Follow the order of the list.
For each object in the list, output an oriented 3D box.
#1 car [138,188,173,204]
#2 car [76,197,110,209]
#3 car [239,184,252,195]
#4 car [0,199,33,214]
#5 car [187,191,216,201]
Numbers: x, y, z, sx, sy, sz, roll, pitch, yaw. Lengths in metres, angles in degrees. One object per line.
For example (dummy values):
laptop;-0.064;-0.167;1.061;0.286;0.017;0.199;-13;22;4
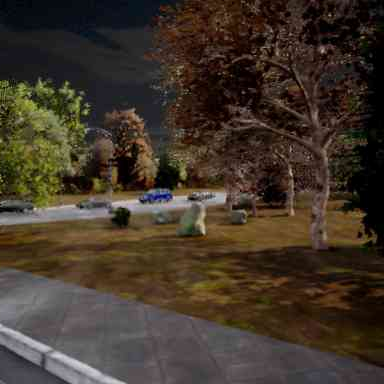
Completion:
car;-5.223;0.556;48.398;2.150;2.045;5.566;0;3;39
car;-11.853;1.311;40.213;1.994;1.385;4.181;0;2;38
car;10.867;-0.505;62.845;2.150;2.045;5.566;0;3;37
car;-18.097;1.458;32.470;2.128;1.511;4.902;0;1;39
car;1.522;0.574;50.874;2.033;1.411;5.357;0;3;39
